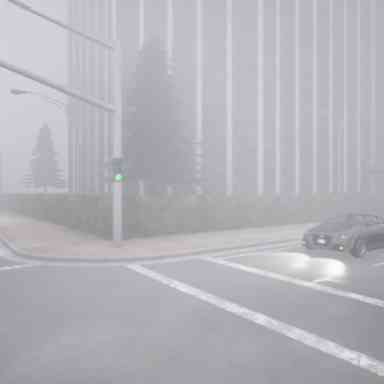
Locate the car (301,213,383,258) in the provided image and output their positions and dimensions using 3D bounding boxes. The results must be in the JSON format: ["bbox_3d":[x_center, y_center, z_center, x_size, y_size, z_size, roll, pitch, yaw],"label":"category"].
[{"bbox_3d":[6.085,1.507,12.636,4.181,1.385,1.994,0,0,-36],"label":"car"}]
